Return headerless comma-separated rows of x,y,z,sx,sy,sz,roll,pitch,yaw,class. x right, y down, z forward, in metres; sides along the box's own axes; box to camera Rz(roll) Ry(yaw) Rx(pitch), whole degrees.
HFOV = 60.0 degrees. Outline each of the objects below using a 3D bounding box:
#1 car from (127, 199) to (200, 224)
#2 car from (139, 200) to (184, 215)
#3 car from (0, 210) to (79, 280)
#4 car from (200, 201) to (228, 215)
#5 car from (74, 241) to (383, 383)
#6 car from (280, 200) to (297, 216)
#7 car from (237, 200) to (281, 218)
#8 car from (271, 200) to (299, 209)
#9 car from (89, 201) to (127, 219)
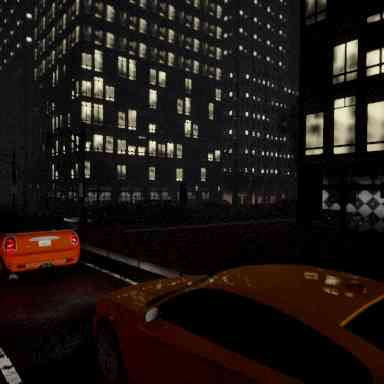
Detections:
-2.224,1.520,26.660,5.009,1.841,2.192,1,0,-39,car
-3.293,1.643,36.608,4.829,1.417,1.752,1,0,-39,car
-5.194,1.345,10.273,2.097,1.767,4.553,0,0,-40,car
1.706,1.744,37.342,5.357,1.411,2.033,1,1,-39,car
0.755,1.476,3.238,1.882,1.535,5.008,0,0,-40,car
10.877,1.932,37.364,4.206,1.307,1.802,1,0,-39,car
6.641,1.829,33.903,4.829,1.417,1.752,1,0,-39,car
14.304,1.876,50.983,4.313,1.339,1.947,1,0,-39,car
-6.868,1.606,30.383,4.892,1.490,1.837,1,1,-38,car
